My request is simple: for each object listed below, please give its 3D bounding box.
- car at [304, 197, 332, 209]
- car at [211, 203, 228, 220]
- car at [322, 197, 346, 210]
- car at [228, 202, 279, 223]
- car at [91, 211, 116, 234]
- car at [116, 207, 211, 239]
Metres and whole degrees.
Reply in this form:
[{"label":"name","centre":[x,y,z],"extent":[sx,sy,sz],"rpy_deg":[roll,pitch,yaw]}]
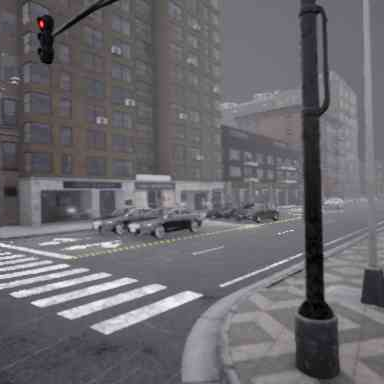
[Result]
[{"label":"car","centre":[17.494,1.439,46.086],"extent":[2.128,1.511,4.902],"rpy_deg":[-2,-1,40]},{"label":"car","centre":[3.443,1.647,29.199],"extent":[2.033,1.411,5.357],"rpy_deg":[-2,-1,40]},{"label":"car","centre":[17.610,1.419,41.170],"extent":[1.812,1.442,4.674],"rpy_deg":[-2,-1,40]},{"label":"car","centre":[5.127,1.539,26.131],"extent":[1.837,1.490,4.892],"rpy_deg":[-2,-1,40]},{"label":"car","centre":[-3.793,1.675,20.433],"extent":[2.128,1.511,4.902],"rpy_deg":[-2,-1,40]},{"label":"car","centre":[-1.397,1.599,18.249],"extent":[2.128,1.511,4.902],"rpy_deg":[-2,-1,38]}]
